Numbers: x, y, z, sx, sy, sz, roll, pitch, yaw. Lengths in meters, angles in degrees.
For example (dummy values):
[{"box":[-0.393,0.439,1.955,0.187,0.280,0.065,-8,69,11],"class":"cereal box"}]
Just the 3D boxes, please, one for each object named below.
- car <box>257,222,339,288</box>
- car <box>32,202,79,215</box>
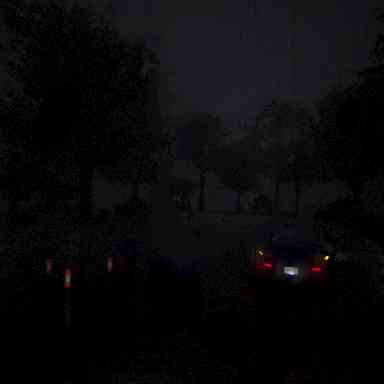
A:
[{"box":[3.086,1.576,9.449,1.812,1.442,4.674,0,0,23],"class":"car"},{"box":[-14.948,1.712,36.202,4.718,1.301,1.895,0,0,-33],"class":"car"}]
